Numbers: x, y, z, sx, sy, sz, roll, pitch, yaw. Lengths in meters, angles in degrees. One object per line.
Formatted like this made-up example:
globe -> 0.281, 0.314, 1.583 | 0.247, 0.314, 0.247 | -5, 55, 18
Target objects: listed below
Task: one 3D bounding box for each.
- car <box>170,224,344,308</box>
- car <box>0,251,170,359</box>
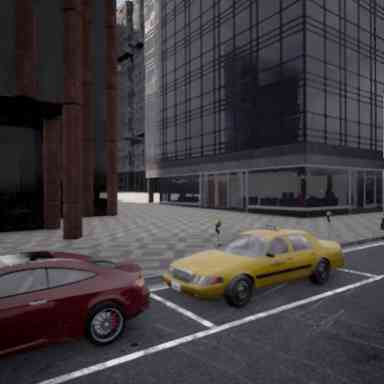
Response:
car -> 1.659, 1.484, 7.829 | 4.829, 1.417, 1.752 | -1, 0, -35
car -> -2.631, 1.578, 4.773 | 4.206, 1.307, 1.802 | -1, 0, -35
